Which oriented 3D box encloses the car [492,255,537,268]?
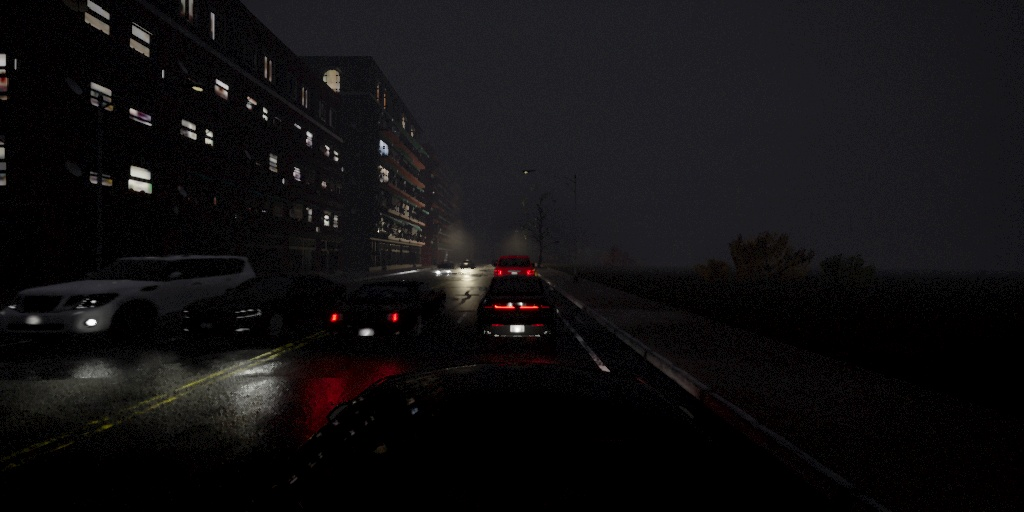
[{"bbox_3d":[0.121,0.974,20.190,2.150,2.045,5.566,0,0,0],"label":"car"}]

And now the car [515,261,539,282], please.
[{"bbox_3d":[1.171,1.208,30.597,1.801,1.575,5.366,0,0,0],"label":"car"}]

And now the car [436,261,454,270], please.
[{"bbox_3d":[-9.784,1.351,52.786,1.895,1.301,4.718,0,0,0],"label":"car"}]

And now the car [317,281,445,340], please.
[{"bbox_3d":[-3.141,1.352,9.961,1.895,1.301,4.718,0,0,0],"label":"car"}]

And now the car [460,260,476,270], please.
[{"bbox_3d":[-6.534,1.298,53.511,2.033,1.411,5.357,0,0,0],"label":"car"}]

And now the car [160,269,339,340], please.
[{"bbox_3d":[-6.591,1.229,10.228,1.882,1.535,5.008,0,0,0],"label":"car"}]

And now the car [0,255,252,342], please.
[{"bbox_3d":[-9.840,0.972,10.138,2.150,2.045,5.566,0,0,0],"label":"car"}]

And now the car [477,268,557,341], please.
[{"bbox_3d":[0.111,1.256,9.843,1.837,1.490,4.892,0,0,0],"label":"car"}]
